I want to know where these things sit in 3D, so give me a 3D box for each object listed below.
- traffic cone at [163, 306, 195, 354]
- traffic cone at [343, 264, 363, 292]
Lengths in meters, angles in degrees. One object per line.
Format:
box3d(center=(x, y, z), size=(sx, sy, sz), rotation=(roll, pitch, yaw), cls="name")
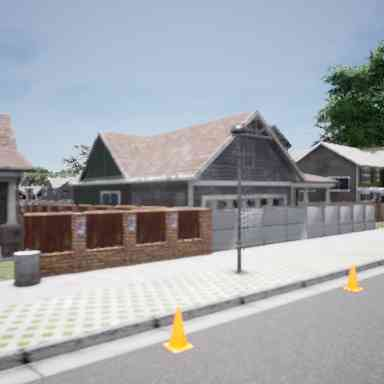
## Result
box3d(center=(-0.194, 1.970, 4.877), size=(0.340, 0.580, 0.340), rotation=(0, 0, -36), cls="traffic cone")
box3d(center=(3.791, 1.990, 7.835), size=(0.340, 0.580, 0.340), rotation=(0, 0, -37), cls="traffic cone")
